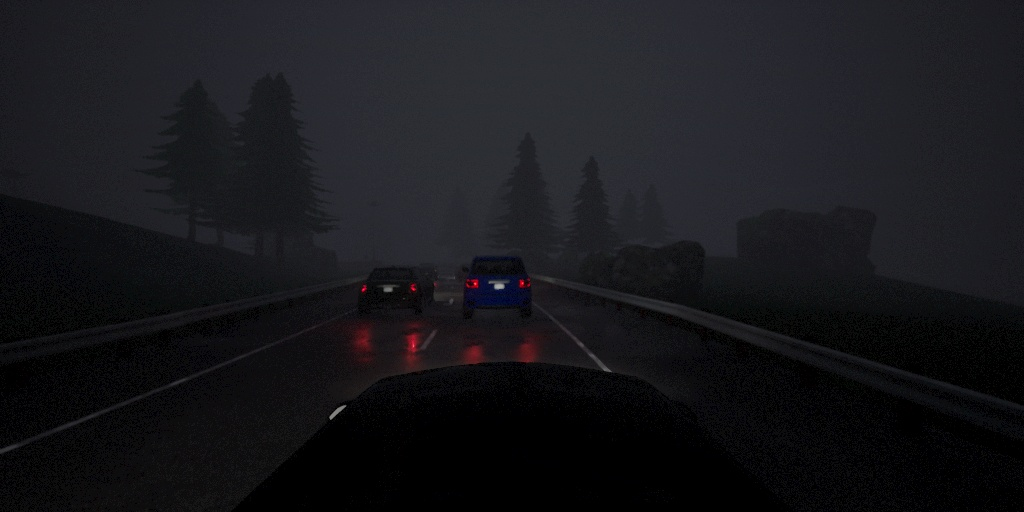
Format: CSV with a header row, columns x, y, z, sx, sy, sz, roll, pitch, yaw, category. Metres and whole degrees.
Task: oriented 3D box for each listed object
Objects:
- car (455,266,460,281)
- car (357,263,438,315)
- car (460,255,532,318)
x,y,z,sx,sy,sz,roll,pitch,yaw,category
-3.784,1.349,30.850,1.994,1.385,4.181,0,0,-14,car
-4.267,1.125,13.857,2.097,1.767,4.553,0,0,-6,car
-0.645,0.984,13.192,2.150,2.045,5.566,0,0,-6,car
